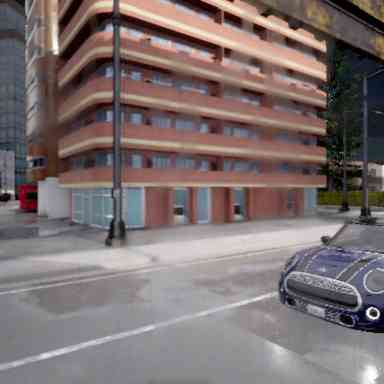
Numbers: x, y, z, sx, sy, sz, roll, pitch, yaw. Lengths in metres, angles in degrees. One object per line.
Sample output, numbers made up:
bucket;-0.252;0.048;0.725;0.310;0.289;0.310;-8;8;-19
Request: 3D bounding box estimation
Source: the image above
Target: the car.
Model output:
car;3.851;1.335;6.733;4.553;1.767;2.097;0;0;-35
